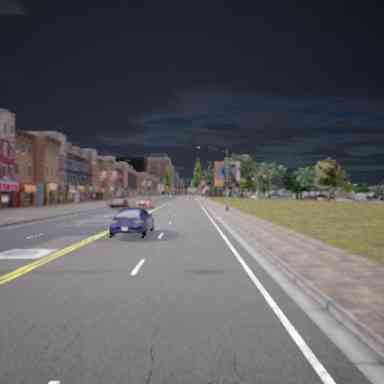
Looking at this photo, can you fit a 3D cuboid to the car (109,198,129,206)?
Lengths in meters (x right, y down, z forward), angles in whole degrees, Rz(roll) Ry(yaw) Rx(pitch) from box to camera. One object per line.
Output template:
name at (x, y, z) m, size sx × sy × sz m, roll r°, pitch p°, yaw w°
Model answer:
car at (-9.837, 1.575, 45.166) m, size 1.882 × 1.535 × 5.008 m, roll 0°, pitch 0°, yaw 0°

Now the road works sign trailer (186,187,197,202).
road works sign trailer at (0.001, 0.626, 78.104) m, size 2.380 × 3.560 × 2.880 m, roll 0°, pitch 0°, yaw 0°

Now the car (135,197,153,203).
car at (-6.583, 1.452, 46.079) m, size 2.097 × 1.767 × 4.553 m, roll 0°, pitch 0°, yaw 0°

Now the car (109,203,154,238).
car at (-3.150, 1.560, 17.857) m, size 1.812 × 1.442 × 4.674 m, roll 0°, pitch 0°, yaw 0°
